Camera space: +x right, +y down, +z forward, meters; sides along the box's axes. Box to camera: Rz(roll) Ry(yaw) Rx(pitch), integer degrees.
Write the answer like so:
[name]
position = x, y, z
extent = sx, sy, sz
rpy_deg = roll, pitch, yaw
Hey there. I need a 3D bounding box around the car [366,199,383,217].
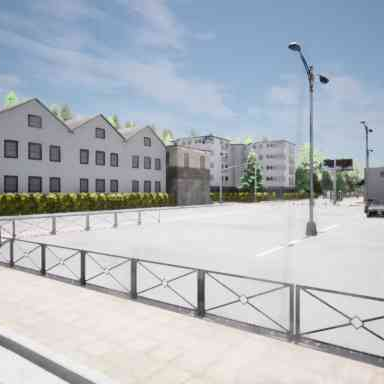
[car]
position = 15.381, 1.298, 26.840
extent = 2.007, 1.523, 4.514
rpy_deg = 0, 0, 35
